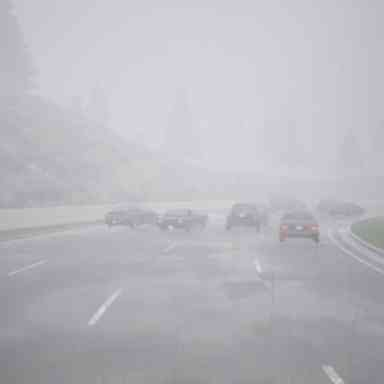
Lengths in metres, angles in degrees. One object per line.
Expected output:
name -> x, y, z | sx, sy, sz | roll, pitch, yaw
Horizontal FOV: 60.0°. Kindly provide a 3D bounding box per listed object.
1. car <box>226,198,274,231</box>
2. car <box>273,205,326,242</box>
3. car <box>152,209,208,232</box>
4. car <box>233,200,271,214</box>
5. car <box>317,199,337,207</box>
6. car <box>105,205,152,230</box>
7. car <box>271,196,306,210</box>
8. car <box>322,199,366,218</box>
car -> 3.778, 1.471, 21.831 | 2.097, 1.767, 4.553 | 0, 0, 22
car -> 5.456, 1.640, 16.950 | 2.033, 1.411, 5.357 | 0, 0, 18
car -> -0.453, 1.714, 20.882 | 1.895, 1.301, 4.718 | 0, 0, 20
car -> 7.173, 1.706, 39.567 | 2.128, 1.511, 4.902 | 0, -1, 44
car -> 16.164, 1.557, 37.926 | 4.553, 1.767, 2.097 | 0, 0, -39
car -> -3.856, 1.612, 22.190 | 2.128, 1.511, 4.902 | 0, 0, 19
car -> 10.981, 1.428, 38.184 | 5.566, 2.045, 2.150 | 0, -1, -44
car -> 15.296, 1.725, 32.827 | 5.357, 1.411, 2.033 | 0, 0, -44
